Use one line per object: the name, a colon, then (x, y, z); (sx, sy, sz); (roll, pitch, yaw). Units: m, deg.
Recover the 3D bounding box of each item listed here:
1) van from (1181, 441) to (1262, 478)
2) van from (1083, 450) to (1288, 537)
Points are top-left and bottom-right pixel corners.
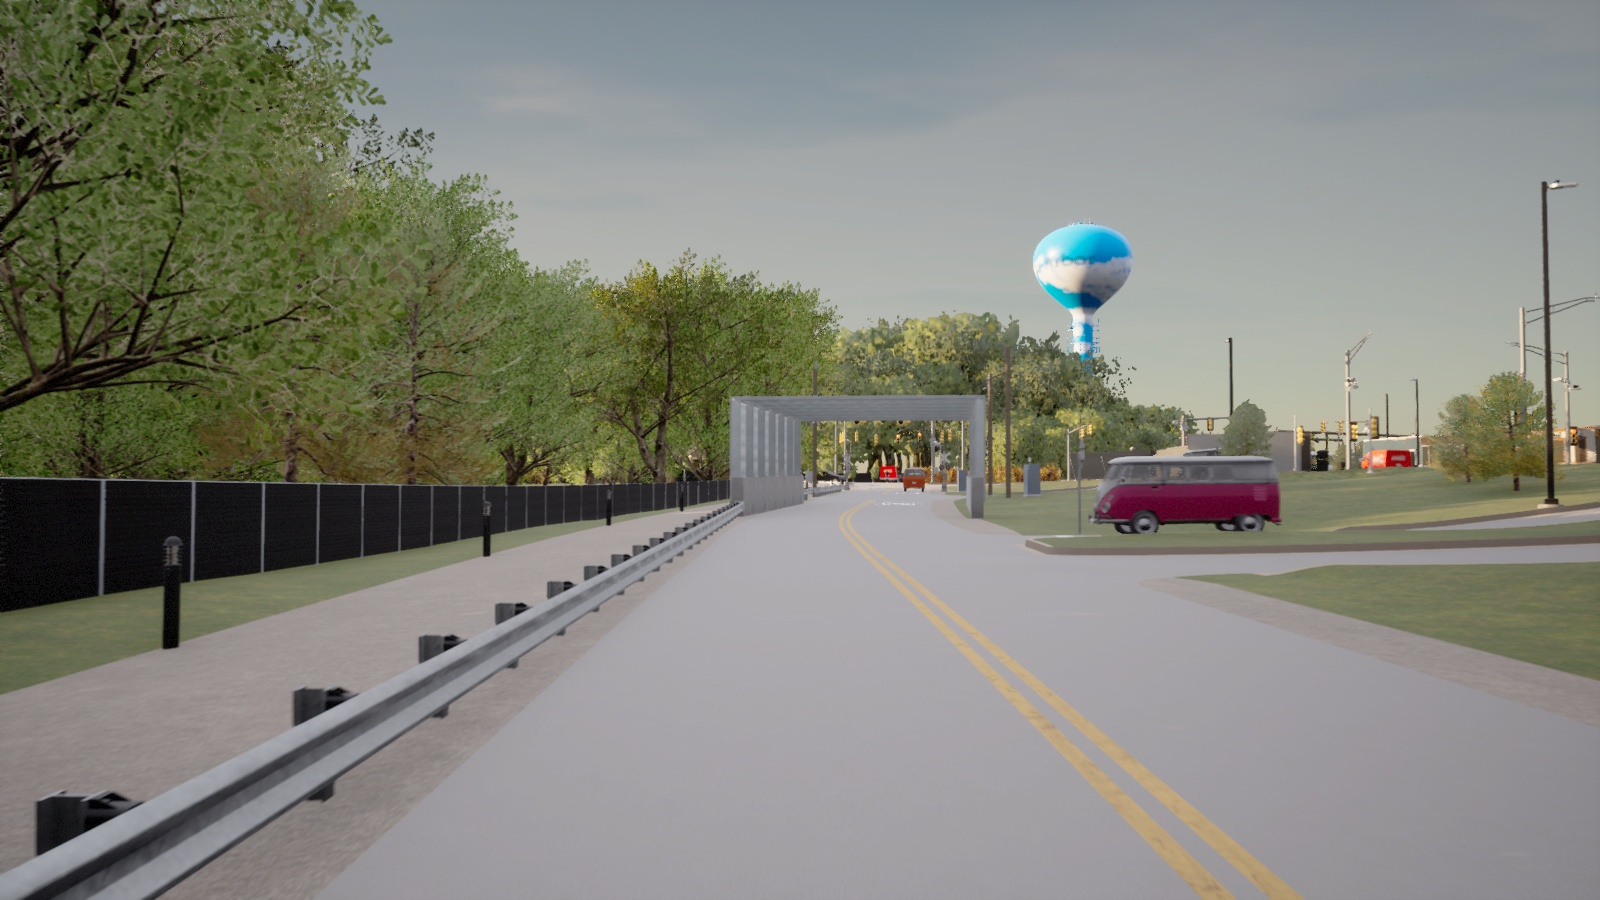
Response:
van: (27.298, 0.622, 81.424); (4.442, 1.987, 1.775); (-5, -2, 0)
van: (9.457, 1.070, 31.037); (4.442, 1.987, 1.775); (-1, -2, 0)
